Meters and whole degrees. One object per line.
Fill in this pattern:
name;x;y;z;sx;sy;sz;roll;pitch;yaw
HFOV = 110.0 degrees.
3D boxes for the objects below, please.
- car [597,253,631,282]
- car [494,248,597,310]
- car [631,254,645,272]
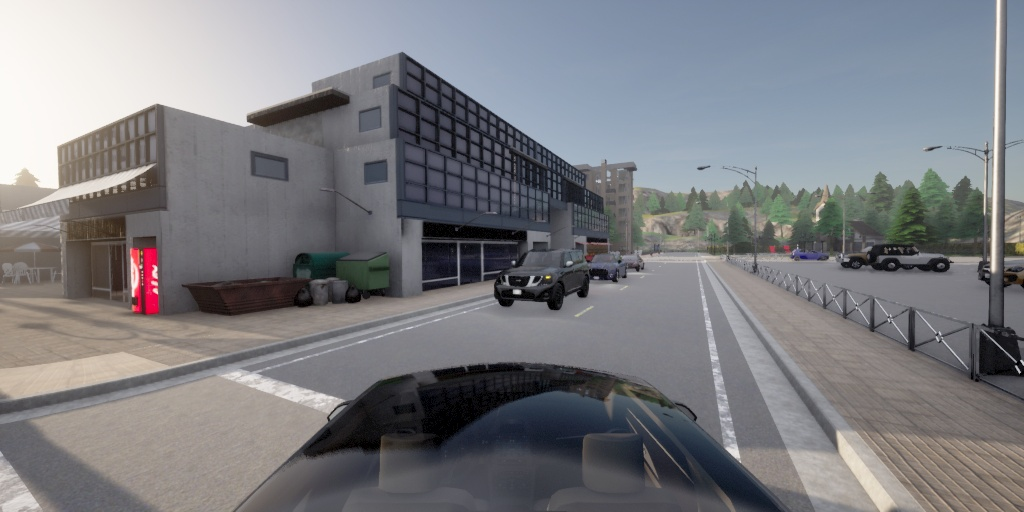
car;5.872;0.627;22.615;2.097;1.767;4.553;0;1;27
car;1.409;0.730;13.849;2.150;2.045;5.566;0;1;27
car;10.519;0.559;31.731;1.812;1.442;4.674;0;1;27
